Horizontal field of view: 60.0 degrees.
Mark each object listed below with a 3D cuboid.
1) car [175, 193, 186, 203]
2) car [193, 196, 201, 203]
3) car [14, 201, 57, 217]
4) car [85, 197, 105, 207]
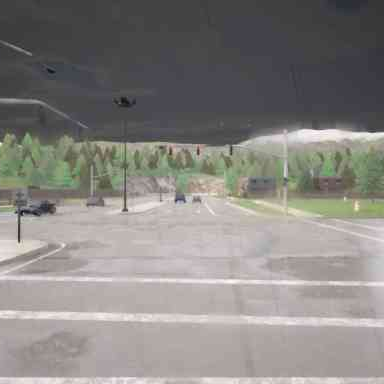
[{"bbox_3d":[-2.489,1.221,70.398,2.150,2.045,5.566,0,0,1],"label":"car"},{"bbox_3d":[1.022,1.545,69.888,2.033,1.411,5.357,0,0,1],"label":"car"},{"bbox_3d":[-14.726,1.547,31.709,2.033,1.411,5.357,0,0,1],"label":"car"},{"bbox_3d":[-14.453,1.503,49.837,1.837,1.490,4.892,0,0,1],"label":"car"}]
